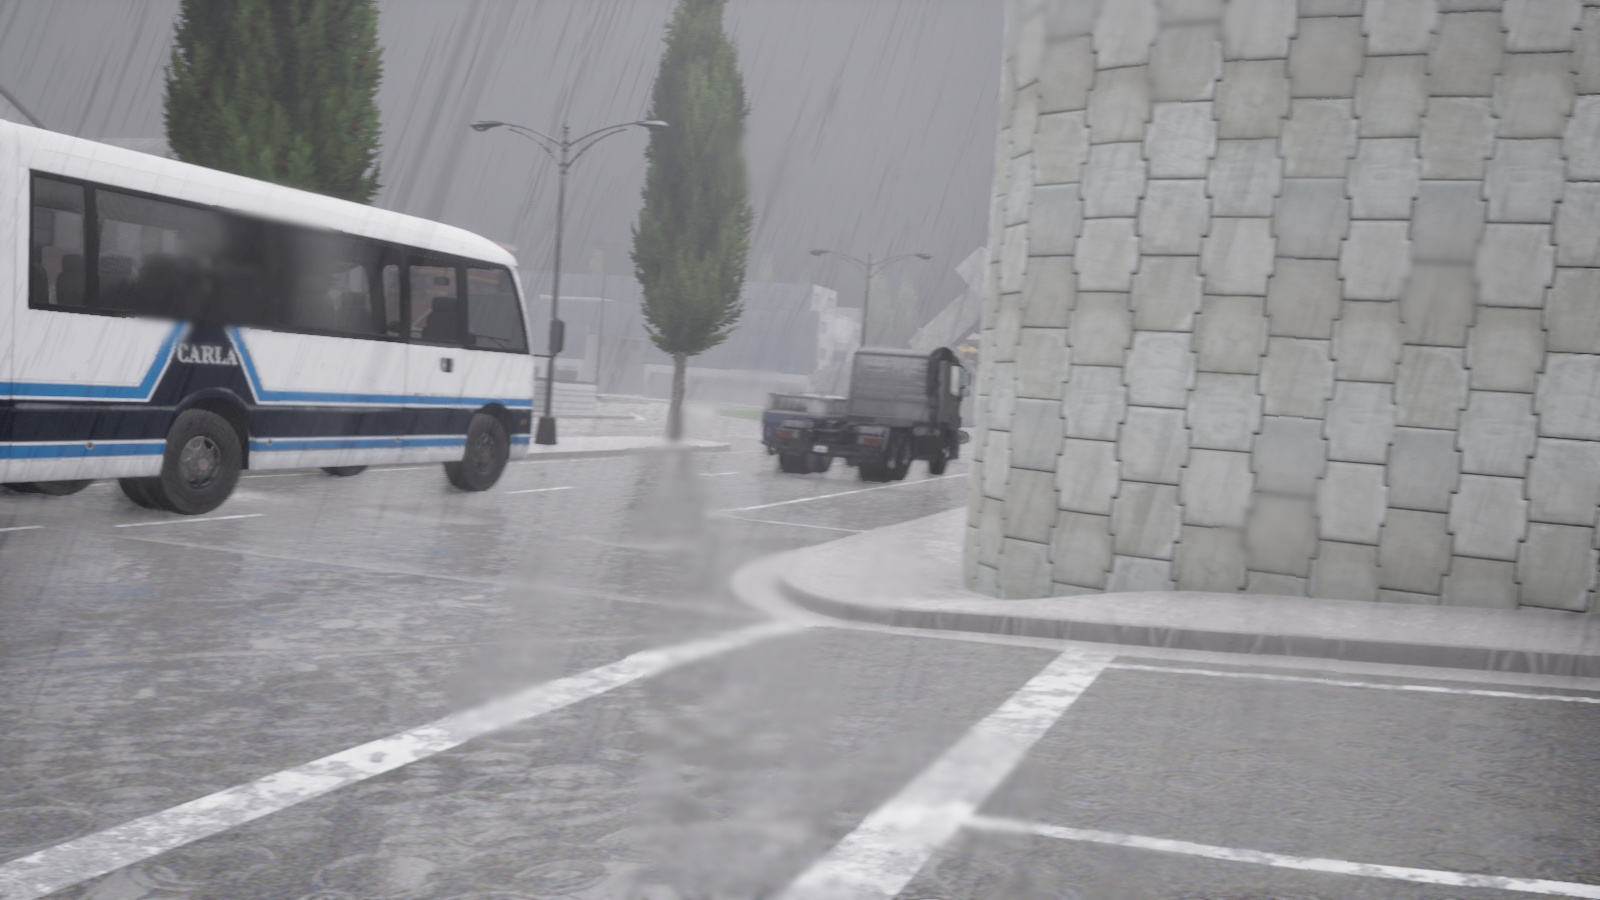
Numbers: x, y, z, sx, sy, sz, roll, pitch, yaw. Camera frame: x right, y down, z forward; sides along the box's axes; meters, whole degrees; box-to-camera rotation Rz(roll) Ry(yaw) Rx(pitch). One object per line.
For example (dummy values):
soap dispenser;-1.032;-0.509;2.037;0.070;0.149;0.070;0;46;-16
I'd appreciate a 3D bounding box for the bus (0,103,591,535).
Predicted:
bus;-7.485;-1.553;17.867;3.944;4.253;10.273;6;3;21

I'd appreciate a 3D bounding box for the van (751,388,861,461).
van;0.250;-0.784;38.598;1.775;1.987;4.442;6;3;21

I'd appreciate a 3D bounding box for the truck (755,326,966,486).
truck;1.840;-1.106;32.757;2.891;3.462;7.936;6;3;21
